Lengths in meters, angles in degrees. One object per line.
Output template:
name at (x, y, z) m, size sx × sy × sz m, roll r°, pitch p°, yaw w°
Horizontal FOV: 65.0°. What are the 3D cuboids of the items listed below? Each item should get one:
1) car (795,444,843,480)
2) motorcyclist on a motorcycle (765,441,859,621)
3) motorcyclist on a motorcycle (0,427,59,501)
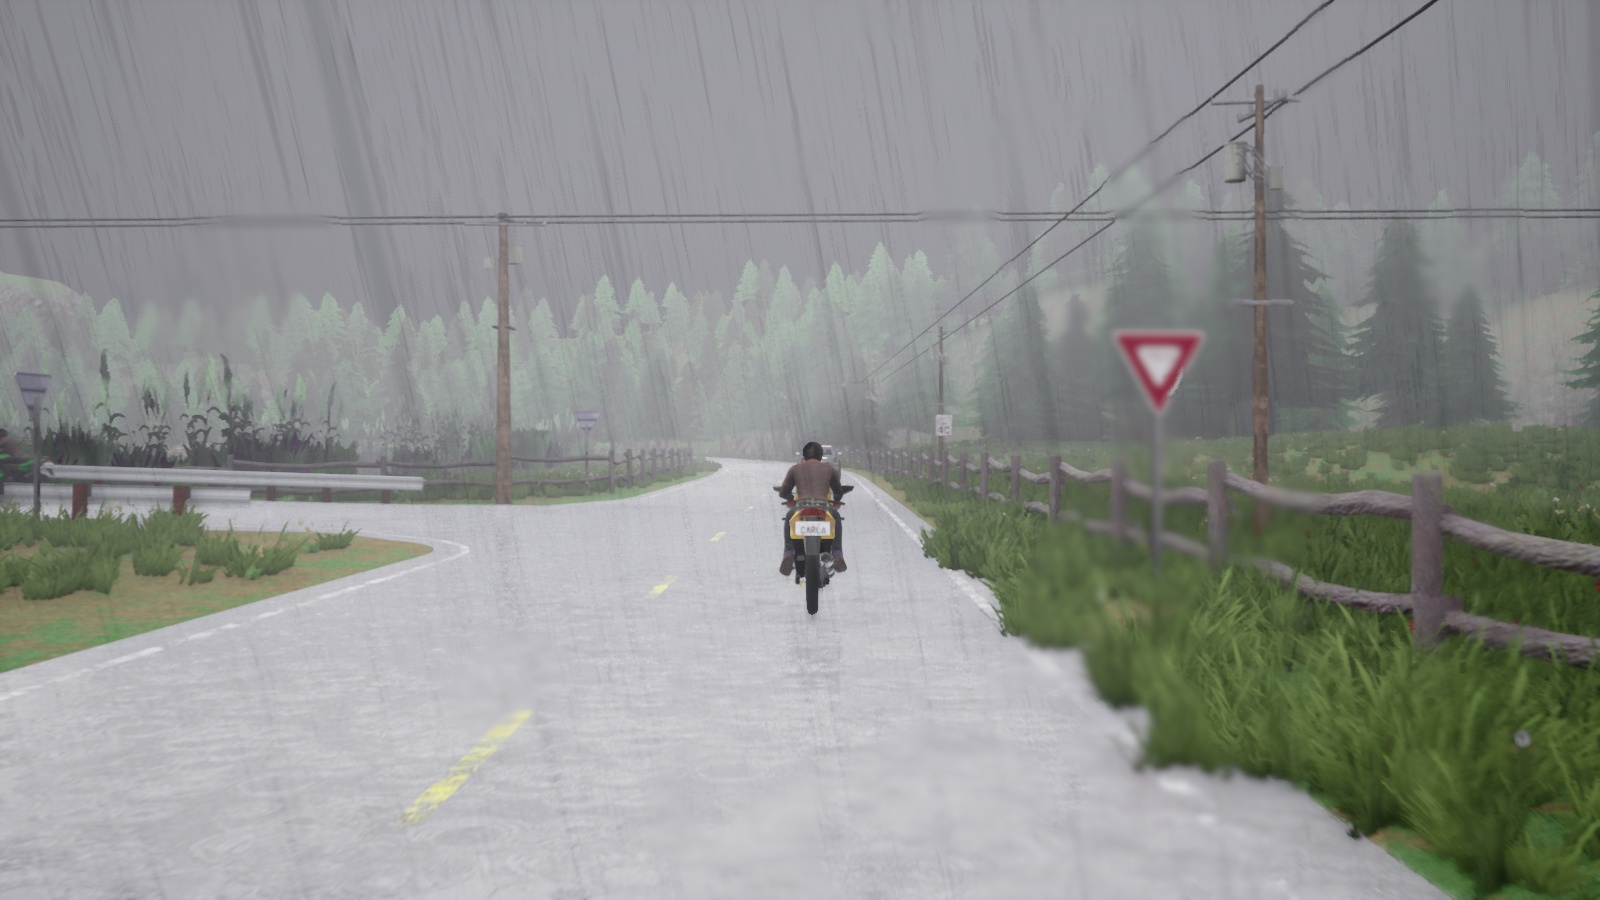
car at (0.807, 0.492, 53.814) m, size 1.970 × 1.475 × 3.806 m, roll 0°, pitch 0°, yaw 1°
motorcyclist on a motorcycle at (0.120, 0.681, 11.645) m, size 0.797 × 1.523 × 2.044 m, roll 0°, pitch 0°, yaw 1°
motorcyclist on a motorcycle at (-17.097, 0.281, 26.835) m, size 2.044 × 1.523 × 0.797 m, roll 2°, pitch 0°, yaw 3°
